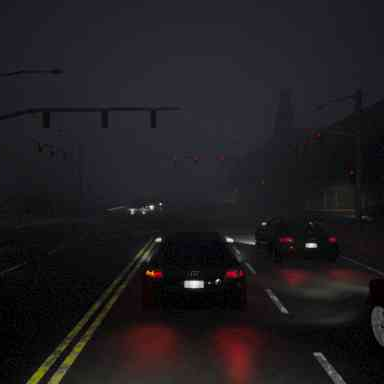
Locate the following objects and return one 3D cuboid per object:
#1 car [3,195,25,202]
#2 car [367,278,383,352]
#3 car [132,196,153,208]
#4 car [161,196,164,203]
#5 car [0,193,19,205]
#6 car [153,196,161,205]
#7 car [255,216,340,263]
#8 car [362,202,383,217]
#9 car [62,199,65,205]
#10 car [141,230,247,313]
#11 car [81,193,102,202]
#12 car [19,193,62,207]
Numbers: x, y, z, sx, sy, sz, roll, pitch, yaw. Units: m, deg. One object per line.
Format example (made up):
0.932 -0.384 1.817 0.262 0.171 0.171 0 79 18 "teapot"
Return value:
-39.028 1.361 72.820 3.905 1.438 1.784 0 0 0 "car"
3.596 1.477 3.079 1.882 1.535 5.008 0 0 0 "car"
-7.307 1.475 47.783 1.882 1.535 5.008 0 0 1 "car"
-6.817 1.523 67.442 1.812 1.442 4.674 0 0 2 "car"
-39.089 1.150 69.924 4.605 1.855 1.932 0 0 0 "car"
-7.123 1.489 57.334 2.128 1.511 4.902 0 0 2 "car"
3.546 1.563 11.928 1.994 1.385 4.181 0 0 0 "car"
18.683 1.546 30.835 5.357 1.411 2.033 0 0 0 "car"
-21.507 1.154 50.342 3.866 1.878 1.905 0 0 0 "car"
0.044 1.564 7.749 1.994 1.385 4.181 0 0 0 "car"
-21.568 1.153 69.966 3.866 1.878 1.905 0 0 0 "car"
-21.558 1.151 47.448 4.605 1.855 1.932 0 0 0 "car"
